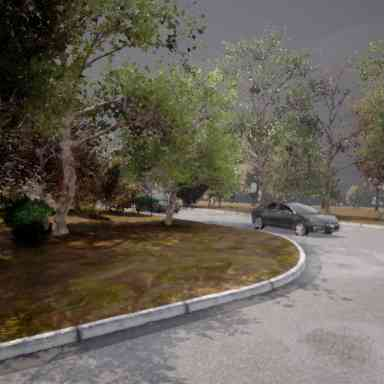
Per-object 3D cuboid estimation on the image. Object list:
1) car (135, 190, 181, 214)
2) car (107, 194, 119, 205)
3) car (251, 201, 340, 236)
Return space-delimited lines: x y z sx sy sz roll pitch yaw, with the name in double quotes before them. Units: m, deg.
"car" -2.905 0.862 28.143 2.097 1.767 4.553 1 0 -38
"car" -7.625 0.626 36.844 5.566 2.045 2.150 1 -1 31
"car" 4.926 1.230 16.456 1.837 1.490 4.892 2 0 -28
